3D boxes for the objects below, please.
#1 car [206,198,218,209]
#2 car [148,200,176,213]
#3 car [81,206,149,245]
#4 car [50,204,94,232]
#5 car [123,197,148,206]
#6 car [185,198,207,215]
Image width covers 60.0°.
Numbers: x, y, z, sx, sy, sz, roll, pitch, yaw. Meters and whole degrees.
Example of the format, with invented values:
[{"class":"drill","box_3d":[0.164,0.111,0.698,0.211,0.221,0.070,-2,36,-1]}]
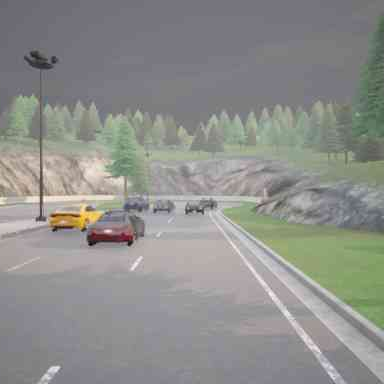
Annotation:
[{"class":"car","box_3d":[2.196,1.492,44.474,2.128,1.511,4.902,0,0,14]},{"class":"car","box_3d":[-3.019,1.547,36.909,2.033,1.411,5.357,0,0,5]},{"class":"car","box_3d":[-3.400,1.564,15.510,1.994,1.385,4.181,0,0,0]},{"class":"car","box_3d":[-6.900,1.477,20.316,1.882,1.535,5.008,0,0,0]},{"class":"car","box_3d":[-6.282,1.353,38.166,2.097,1.767,4.553,0,0,7]},{"class":"car","box_3d":[0.334,1.601,34.316,1.895,1.301,4.718,0,0,2]}]
